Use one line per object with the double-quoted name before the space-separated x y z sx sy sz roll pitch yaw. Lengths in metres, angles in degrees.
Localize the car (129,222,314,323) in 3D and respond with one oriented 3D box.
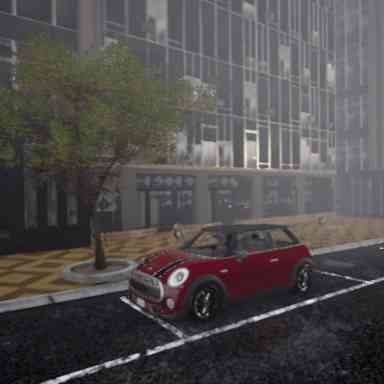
"car" 0.712 1.443 7.098 4.097 1.590 1.967 0 -1 -35
